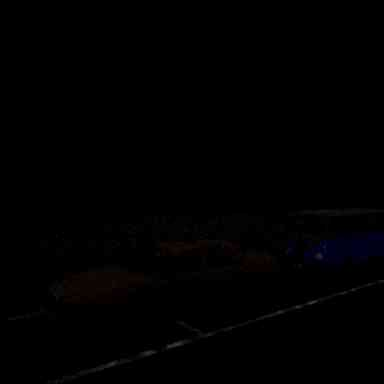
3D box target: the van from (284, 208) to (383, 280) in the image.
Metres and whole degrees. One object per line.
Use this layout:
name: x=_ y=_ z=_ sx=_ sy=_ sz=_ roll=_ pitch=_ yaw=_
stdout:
van: x=4.439 y=1.386 z=9.796 sx=3.998 sy=1.788 sz=1.690 roll=0 pitch=0 yaw=-35

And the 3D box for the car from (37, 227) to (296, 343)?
car: x=-0.299 y=1.542 z=6.432 sx=4.829 sy=1.417 sz=1.752 roll=0 pitch=0 yaw=-35
